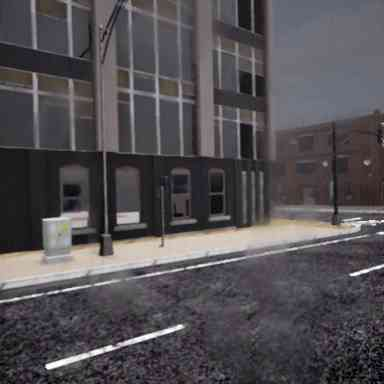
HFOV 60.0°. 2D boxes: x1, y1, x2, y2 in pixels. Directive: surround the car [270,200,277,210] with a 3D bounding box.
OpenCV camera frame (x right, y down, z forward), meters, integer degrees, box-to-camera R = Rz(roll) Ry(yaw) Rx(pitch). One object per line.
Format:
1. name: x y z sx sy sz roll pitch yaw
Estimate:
1. car: 8.258 1.482 40.370 2.008 1.369 4.403 -3 1 -37
